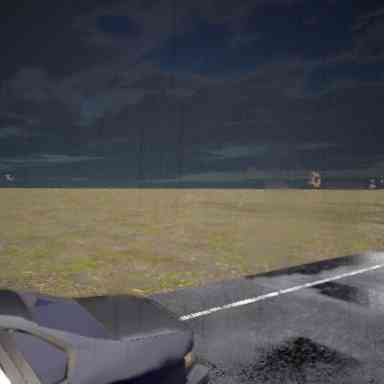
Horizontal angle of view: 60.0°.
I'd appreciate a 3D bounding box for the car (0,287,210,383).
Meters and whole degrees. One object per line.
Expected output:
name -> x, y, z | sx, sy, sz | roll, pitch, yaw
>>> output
car -> -2.403, 1.548, 2.279 | 5.357, 1.411, 2.033 | 0, 0, -36
